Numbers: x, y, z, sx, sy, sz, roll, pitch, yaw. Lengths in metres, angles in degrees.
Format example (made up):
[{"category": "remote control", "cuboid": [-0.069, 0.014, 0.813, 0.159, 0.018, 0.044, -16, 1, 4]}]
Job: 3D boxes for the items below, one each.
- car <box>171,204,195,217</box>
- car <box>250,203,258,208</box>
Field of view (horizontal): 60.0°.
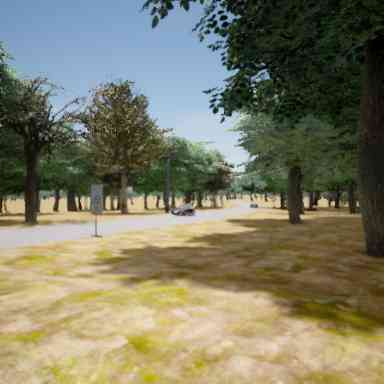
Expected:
[{"category": "car", "cuboid": [-1.088, 2.381, 43.476, 2.128, 1.511, 4.902, 1, -1, 21]}, {"category": "car", "cuboid": [16.835, 3.642, 90.723, 1.994, 1.385, 4.181, 1, -1, 13]}]
